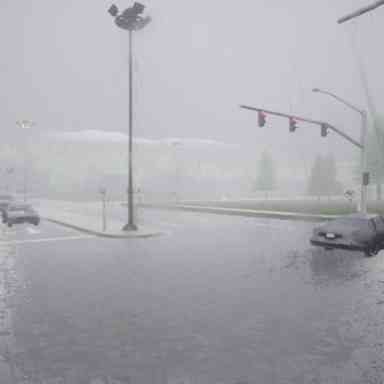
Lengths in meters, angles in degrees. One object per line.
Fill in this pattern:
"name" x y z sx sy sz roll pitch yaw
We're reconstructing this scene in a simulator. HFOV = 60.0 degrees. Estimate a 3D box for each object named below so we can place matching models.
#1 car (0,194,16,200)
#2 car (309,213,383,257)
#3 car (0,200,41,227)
"car" -19.051 1.219 33.261 2.150 2.045 5.566 0 0 -35
"car" 6.806 1.539 12.902 5.357 1.411 2.033 0 0 -36
"car" -11.973 1.545 23.138 2.033 1.411 5.357 0 0 -35
